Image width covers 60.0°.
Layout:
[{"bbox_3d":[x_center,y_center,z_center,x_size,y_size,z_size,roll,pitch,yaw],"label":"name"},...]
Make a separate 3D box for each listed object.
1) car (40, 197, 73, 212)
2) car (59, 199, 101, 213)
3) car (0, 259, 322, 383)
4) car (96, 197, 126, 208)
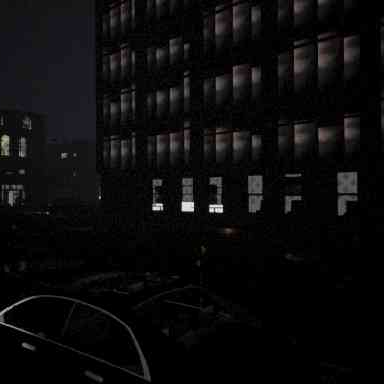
[{"bbox_3d":[-16.380,1.495,41.393,2.097,1.767,4.553,0,-1,37],"label":"car"},{"bbox_3d":[-12.182,1.688,37.272,1.802,1.307,4.206,-1,-1,36],"label":"car"},{"bbox_3d":[-0.959,1.551,3.561,4.403,1.369,2.008,0,0,35],"label":"car"},{"bbox_3d":[-12.403,1.649,51.178,1.967,1.590,4.097,-1,-1,36],"label":"car"}]
